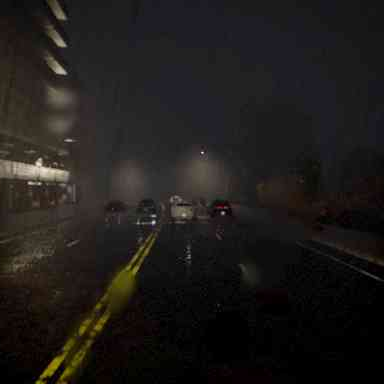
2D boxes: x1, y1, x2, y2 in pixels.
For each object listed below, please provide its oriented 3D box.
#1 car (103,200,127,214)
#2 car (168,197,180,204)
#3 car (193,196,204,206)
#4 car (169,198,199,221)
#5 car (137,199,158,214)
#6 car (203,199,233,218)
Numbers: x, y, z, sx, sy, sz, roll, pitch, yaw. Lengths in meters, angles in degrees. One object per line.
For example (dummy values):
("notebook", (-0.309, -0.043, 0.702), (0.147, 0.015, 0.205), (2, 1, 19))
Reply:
("car", (-7.881, 1.485, 34.467), (1.994, 1.385, 4.181), (0, 0, -4))
("car", (-2.404, 1.401, 48.083), (1.812, 1.442, 4.674), (0, 0, -6))
("car", (0.861, 1.374, 48.040), (1.837, 1.490, 4.892), (0, 0, -6))
("car", (-0.719, 1.461, 26.575), (1.812, 1.442, 4.674), (0, 0, -3))
("car", (-4.643, 1.442, 34.795), (1.812, 1.442, 4.674), (0, 0, -4))
("car", (2.363, 1.432, 29.430), (1.837, 1.490, 4.892), (0, 1, -3))
